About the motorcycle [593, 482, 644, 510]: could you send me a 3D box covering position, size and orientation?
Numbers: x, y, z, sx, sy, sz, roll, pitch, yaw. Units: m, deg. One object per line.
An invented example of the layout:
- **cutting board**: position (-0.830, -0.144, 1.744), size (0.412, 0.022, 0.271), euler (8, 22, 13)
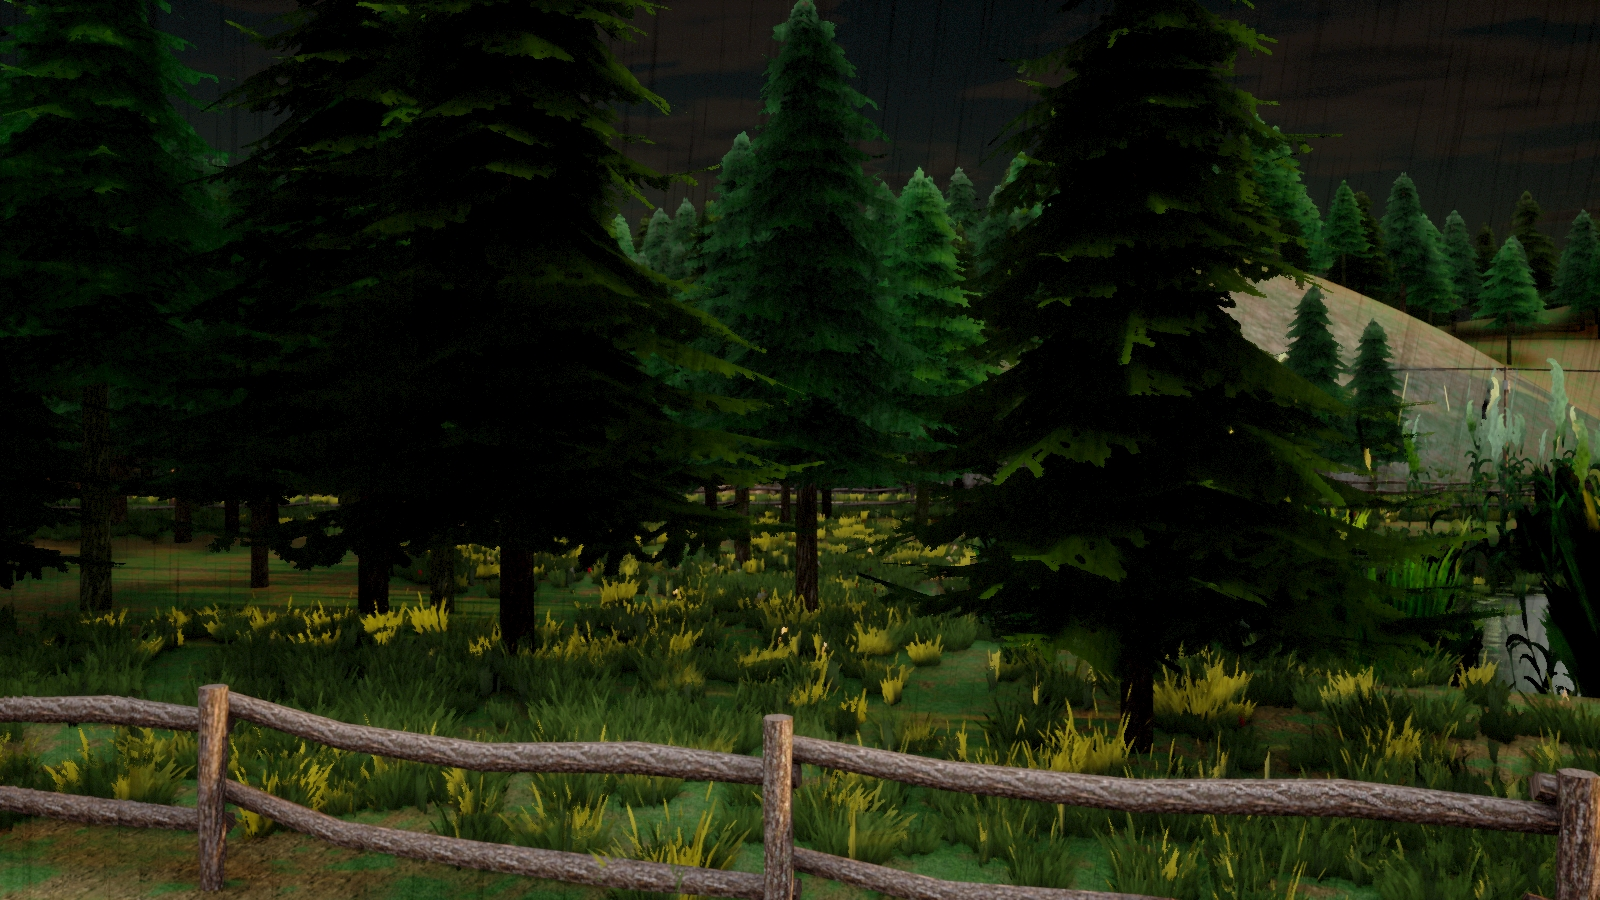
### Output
- **motorcycle**: position (-8.604, 2.178, 54.112), size (2.209, 1.251, 0.867), euler (0, 0, 14)
